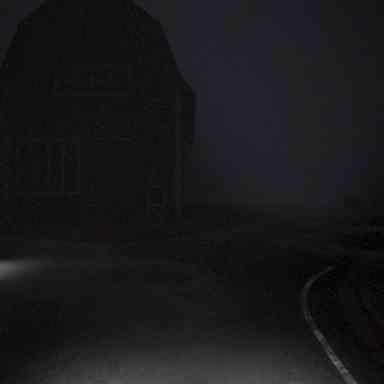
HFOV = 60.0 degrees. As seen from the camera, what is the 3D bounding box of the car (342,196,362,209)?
[{"bbox_3d":[19.420,1.206,40.550,2.128,1.511,4.902,0,0,20],"label":"car"}]
